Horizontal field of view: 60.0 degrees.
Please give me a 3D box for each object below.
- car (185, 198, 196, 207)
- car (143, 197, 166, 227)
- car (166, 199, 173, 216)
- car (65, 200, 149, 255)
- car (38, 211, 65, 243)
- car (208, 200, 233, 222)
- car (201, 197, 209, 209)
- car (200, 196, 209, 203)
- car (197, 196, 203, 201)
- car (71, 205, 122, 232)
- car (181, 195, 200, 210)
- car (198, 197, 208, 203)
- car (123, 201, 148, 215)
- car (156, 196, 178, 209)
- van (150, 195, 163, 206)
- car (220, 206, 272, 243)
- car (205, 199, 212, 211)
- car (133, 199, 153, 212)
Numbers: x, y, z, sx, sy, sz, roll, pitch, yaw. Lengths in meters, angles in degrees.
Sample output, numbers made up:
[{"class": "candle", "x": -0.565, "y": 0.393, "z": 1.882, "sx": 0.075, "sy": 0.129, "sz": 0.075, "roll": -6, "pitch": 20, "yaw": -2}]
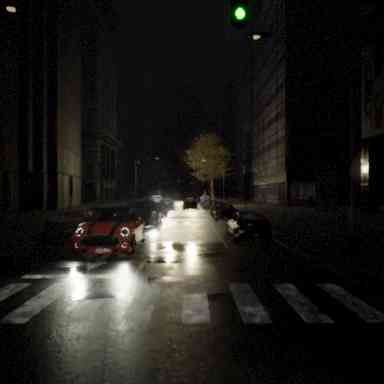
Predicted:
[{"class": "car", "x": -0.300, "y": 1.688, "z": 55.444, "sx": 1.812, "sy": 1.442, "sz": 4.674, "roll": 0, "pitch": 0, "yaw": 0}, {"class": "car", "x": -3.210, "y": 1.413, "z": 23.131, "sx": 2.097, "sy": 1.767, "sz": 4.553, "roll": 0, "pitch": 0, "yaw": 0}, {"class": "car", "x": -3.264, "y": 1.691, "z": 33.012, "sx": 1.895, "sy": 1.301, "sz": 4.718, "roll": 0, "pitch": 0, "yaw": 0}, {"class": "car", "x": -3.139, "y": 1.386, "z": 13.387, "sx": 2.097, "sy": 1.767, "sz": 4.553, "roll": 0, "pitch": 0, "yaw": -1}, {"class": "car", "x": -5.846, "y": 1.591, "z": 16.130, "sx": 2.008, "sy": 1.369, "sz": 4.403, "roll": 0, "pitch": 0, "yaw": 0}, {"class": "car", "x": 2.619, "y": 1.620, "z": 27.062, "sx": 1.887, "sy": 1.381, "sz": 4.507, "roll": 0, "pitch": 0, "yaw": 0}, {"class": "car", "x": 2.534, "y": 1.672, "z": 42.378, "sx": 2.008, "sy": 1.369, "sz": 4.403, "roll": 0, "pitch": 0, "yaw": 0}, {"class": "car", "x": 2.503, "y": 1.664, "z": 47.837, "sx": 1.752, "sy": 1.417, "sz": 4.829, "roll": 0, "pitch": 0, "yaw": 0}, {"class": "car", "x": 2.245, "y": 1.834, "z": 95.440, "sx": 1.752, "sy": 1.417, "sz": 4.829, "roll": 0, "pitch": 0, "yaw": 0}, {"class": "car", "x": -5.874, "y": 1.605, "z": 21.122, "sx": 2.008, "sy": 1.369, "sz": 4.403, "roll": 0, "pitch": 0, "yaw": 0}, {"class": "car", "x": -0.242, "y": 1.606, "z": 45.021, "sx": 1.882, "sy": 1.535, "sz": 5.008, "roll": 0, "pitch": 0, "yaw": 0}, {"class": "car", "x": 2.357, "y": 1.778, "z": 74.112, "sx": 2.008, "sy": 1.369, "sz": 4.403, "roll": 0, "pitch": 0, "yaw": 0}, {"class": "car", "x": -5.954, "y": 1.663, "z": 35.693, "sx": 1.947, "sy": 1.339, "sz": 4.313, "roll": 0, "pitch": 0, "yaw": 0}, {"class": "car", "x": -3.286, "y": 1.613, "z": 43.337, "sx": 2.128, "sy": 1.511, "sz": 4.902, "roll": 0, "pitch": 0, "yaw": 0}, {"class": "van", "x": -6.075, "y": 1.507, "z": 57.347, "sx": 1.690, "sy": 1.788, "sz": 3.998, "roll": 0, "pitch": 0, "yaw": 0}, {"class": "car", "x": 2.679, "y": 1.595, "z": 16.173, "sx": 2.008, "sy": 1.369, "sz": 4.403, "roll": 0, "pitch": 0, "yaw": 0}, {"class": "car", "x": 2.589, "y": 1.642, "z": 32.506, "sx": 2.008, "sy": 1.369, "sz": 4.403, "roll": 0, "pitch": 0, "yaw": 0}, {"class": "car", "x": -5.984, "y": 1.638, "z": 40.936, "sx": 1.752, "sy": 1.417, "sz": 4.829, "roll": 0, "pitch": 0, "yaw": 0}]
